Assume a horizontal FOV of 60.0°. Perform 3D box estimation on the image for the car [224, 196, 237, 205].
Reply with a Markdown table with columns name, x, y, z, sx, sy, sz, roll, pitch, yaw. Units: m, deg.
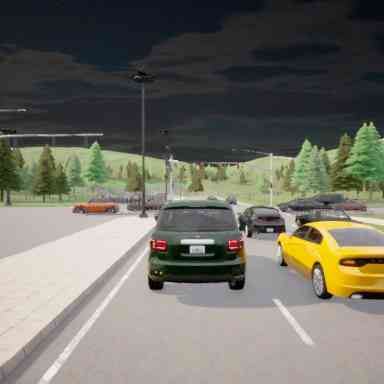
| name | x | y | z | sx | sy | sz | roll | pitch | yaw |
| --- | --- | --- | --- | --- | --- | --- | --- | --- | --- |
| car | 6.909 | 1.543 | 60.037 | 2.033 | 1.411 | 5.357 | 0 | 0 | 2 |

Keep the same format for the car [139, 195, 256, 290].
| name | x | y | z | sx | sy | sz | roll | pitch | yaw |
| --- | --- | --- | --- | --- | --- | --- | --- | --- | --- |
| car | 0.091 | 1.221 | 9.212 | 2.150 | 2.045 | 5.566 | 0 | 0 | 0 |

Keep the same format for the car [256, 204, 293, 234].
| name | x | y | z | sx | sy | sz | roll | pitch | yaw |
| --- | --- | --- | --- | --- | --- | --- | --- | --- | --- |
| car | 3.580 | 1.503 | 17.691 | 1.837 | 1.490 | 4.892 | 0 | 0 | 0 |

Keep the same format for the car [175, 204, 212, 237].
| name | x | y | z | sx | sy | sz | roll | pitch | yaw |
| --- | --- | --- | --- | --- | --- | --- | --- | --- | --- |
| car | 0.079 | 1.504 | 19.069 | 1.837 | 1.490 | 4.892 | 0 | 0 | 0 |

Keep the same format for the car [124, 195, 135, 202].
| name | x | y | z | sx | sy | sz | roll | pitch | yaw |
| --- | --- | --- | --- | --- | --- | --- | --- | --- | --- |
| car | -15.105 | 1.472 | 80.675 | 1.882 | 1.535 | 5.008 | 0 | 0 | 0 |

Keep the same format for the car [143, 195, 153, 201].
| name | x | y | z | sx | sy | sz | roll | pitch | yaw |
| --- | --- | --- | --- | --- | --- | --- | --- | --- | --- |
| car | -11.613 | 1.546 | 88.158 | 1.994 | 1.385 | 4.181 | 0 | 0 | 0 |

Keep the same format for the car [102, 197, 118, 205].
| name | x | y | z | sx | sy | sz | roll | pitch | yaw |
| --- | --- | --- | --- | --- | --- | --- | --- | --- | --- |
| car | -15.132 | 1.559 | 61.615 | 1.994 | 1.385 | 4.181 | 0 | 0 | 0 |

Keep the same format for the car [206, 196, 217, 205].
| name | x | y | z | sx | sy | sz | roll | pitch | yaw |
| --- | --- | --- | --- | --- | --- | --- | --- | --- | --- |
| car | 3.492 | 1.501 | 60.234 | 1.837 | 1.490 | 4.892 | 0 | 0 | 0 |

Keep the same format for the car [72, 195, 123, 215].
| name | x | y | z | sx | sy | sz | roll | pitch | yaw |
| --- | --- | --- | --- | --- | --- | --- | --- | --- | --- |
| car | -9.592 | 1.350 | 33.320 | 4.553 | 1.767 | 2.097 | 0 | 0 | -3 |

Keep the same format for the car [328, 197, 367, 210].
| name | x | y | z | sx | sy | sz | roll | pitch | yaw |
| --- | --- | --- | --- | --- | --- | --- | --- | --- | --- |
| car | 17.551 | 1.561 | 37.934 | 4.181 | 1.385 | 1.994 | 0 | 0 | 1 |

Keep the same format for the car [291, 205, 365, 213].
| name | x | y | z | sx | sy | sz | roll | pitch | yaw |
| --- | --- | --- | --- | --- | --- | --- | --- | --- | --- |
| car | 7.080 | 1.600 | 17.864 | 1.895 | 1.301 | 4.718 | 0 | 0 | 0 |

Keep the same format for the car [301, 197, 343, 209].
| name | x | y | z | sx | sy | sz | roll | pitch | yaw |
| --- | --- | --- | --- | --- | --- | --- | --- | --- | --- |
| car | 17.528 | 1.475 | 44.954 | 5.008 | 1.535 | 1.882 | 0 | 0 | 1 |

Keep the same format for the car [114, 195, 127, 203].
| name | x | y | z | sx | sy | sz | roll | pitch | yaw |
| --- | --- | --- | --- | --- | --- | --- | --- | --- | --- |
| car | -15.091 | 1.495 | 70.287 | 1.837 | 1.490 | 4.892 | 0 | 0 | 0 |

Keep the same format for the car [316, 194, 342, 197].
| name | x | y | z | sx | sy | sz | roll | pitch | yaw |
| --- | --- | --- | --- | --- | --- | --- | --- | --- | --- |
| car | 16.364 | 1.219 | 41.517 | 5.566 | 2.045 | 2.150 | 0 | 0 | 2 |

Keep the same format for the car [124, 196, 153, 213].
| name | x | y | z | sx | sy | sz | roll | pitch | yaw |
| --- | --- | --- | --- | --- | --- | --- | --- | --- | --- |
| car | -4.915 | 1.523 | 37.245 | 4.674 | 1.442 | 1.812 | 0 | 0 | -4 |

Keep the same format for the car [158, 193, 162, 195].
| name | x | y | z | sx | sy | sz | roll | pitch | yaw |
| --- | --- | --- | --- | --- | --- | --- | --- | --- | --- |
| car | -8.090 | 1.350 | 69.618 | 2.097 | 1.767 | 4.553 | 0 | 0 | 0 |

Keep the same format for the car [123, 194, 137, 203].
| name | x | y | z | sx | sy | sz | roll | pitch | yaw |
| --- | --- | --- | --- | --- | --- | --- | --- | --- | --- |
| car | -11.687 | 1.522 | 60.189 | 1.812 | 1.442 | 4.674 | 0 | 0 | 1 |

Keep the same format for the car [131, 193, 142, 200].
| name | x | y | z | sx | sy | sz | roll | pitch | yaw |
| --- | --- | --- | --- | --- | --- | --- | --- | --- | --- |
| car | -15.106 | 1.218 | 91.217 | 2.150 | 2.045 | 5.566 | 0 | 0 | 0 |

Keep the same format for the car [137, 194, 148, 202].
| name | x | y | z | sx | sy | sz | roll | pitch | yaw |
| --- | --- | --- | --- | --- | --- | --- | --- | --- | --- |
| car | -11.602 | 1.350 | 78.146 | 2.097 | 1.767 | 4.553 | 0 | 0 | 0 |

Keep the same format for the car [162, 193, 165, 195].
| name | x | y | z | sx | sy | sz | roll | pitch | yaw |
| --- | --- | --- | --- | --- | --- | --- | --- | --- | --- |
| car | -8.102 | 1.547 | 78.126 | 1.994 | 1.385 | 4.181 | 0 | 0 | 0 |

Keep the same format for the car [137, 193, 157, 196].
| name | x | y | z | sx | sy | sz | roll | pitch | yaw |
| --- | --- | --- | --- | --- | --- | --- | --- | --- | --- |
| car | -8.142 | 1.487 | 60.537 | 2.128 | 1.511 | 4.902 | 0 | 0 | 0 |

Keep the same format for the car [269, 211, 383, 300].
| name | x | y | z | sx | sy | sz | roll | pitch | yaw |
| --- | --- | --- | --- | --- | --- | --- | --- | --- | --- |
| car | 3.589 | 1.477 | 8.466 | 1.882 | 1.535 | 5.008 | 0 | 0 | 0 |

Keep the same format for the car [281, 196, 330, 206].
| name | x | y | z | sx | sy | sz | roll | pitch | yaw |
| --- | --- | --- | --- | --- | --- | --- | --- | --- | --- |
| car | 11.137 | 1.504 | 34.346 | 4.892 | 1.490 | 1.837 | 0 | 0 | -1 |
